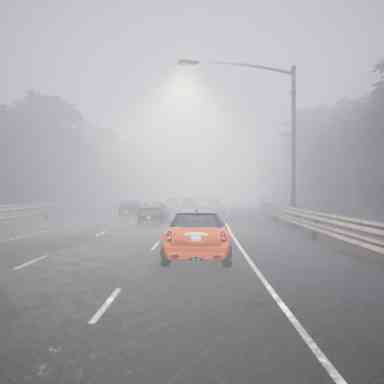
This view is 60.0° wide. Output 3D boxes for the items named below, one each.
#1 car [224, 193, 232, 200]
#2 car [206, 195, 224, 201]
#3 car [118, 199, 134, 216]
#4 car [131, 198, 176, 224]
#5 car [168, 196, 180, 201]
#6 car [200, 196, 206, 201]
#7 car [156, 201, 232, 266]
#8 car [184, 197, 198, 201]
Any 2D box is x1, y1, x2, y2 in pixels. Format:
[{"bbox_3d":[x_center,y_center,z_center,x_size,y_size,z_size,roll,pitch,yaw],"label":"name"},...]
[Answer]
[{"bbox_3d":[8.754,1.526,87.354,1.895,1.301,4.718,0,0,11],"label":"car"},{"bbox_3d":[4.159,1.350,60.139,2.097,1.767,4.553,0,0,8],"label":"car"},{"bbox_3d":[-5.743,1.492,32.417,1.837,1.490,4.892,0,0,4],"label":"car"},{"bbox_3d":[-2.736,1.487,24.717,2.128,1.511,4.902,0,0,4],"label":"car"},{"bbox_3d":[-3.182,1.489,57.692,1.837,1.490,4.892,0,0,8],"label":"car"},{"bbox_3d":[2.939,1.504,75.268,1.994,1.385,4.181,0,0,10],"label":"car"},{"bbox_3d":[0.179,1.353,11.675,2.097,1.767,4.553,0,0,2],"label":"car"},{"bbox_3d":[-0.238,1.505,52.895,1.837,1.490,4.892,0,0,7],"label":"car"}]
